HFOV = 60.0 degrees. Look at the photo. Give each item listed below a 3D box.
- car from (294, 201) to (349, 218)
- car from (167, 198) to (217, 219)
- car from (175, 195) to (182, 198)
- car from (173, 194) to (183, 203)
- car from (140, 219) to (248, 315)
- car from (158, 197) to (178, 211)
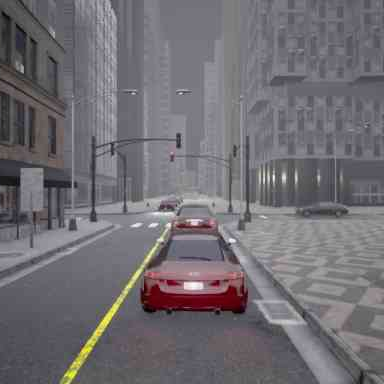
[{"bbox_3d":[11.760,1.543,30.318,4.674,1.442,1.812,0,0,1],"label":"car"},{"bbox_3d":[0.161,1.356,16.275,2.097,1.767,4.553,0,0,2],"label":"car"},{"bbox_3d":[-3.063,1.580,50.935,2.033,1.411,5.357,0,0,0],"label":"car"},{"bbox_3d":[-2.959,1.413,70.933,2.097,1.767,4.553,0,0,0],"label":"car"},{"bbox_3d":[0.088,1.565,7.654,1.994,1.385,4.181,0,0,2],"label":"car"},{"bbox_3d":[-3.072,1.623,41.283,1.895,1.301,4.718,0,0,0],"label":"car"}]
